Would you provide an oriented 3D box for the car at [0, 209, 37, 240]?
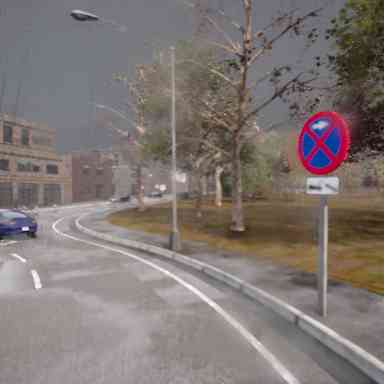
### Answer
[{"bbox_3d":[-9.925,1.635,17.399,4.674,1.442,1.812,-1,0,35],"label":"car"}]

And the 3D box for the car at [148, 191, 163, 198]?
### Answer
[{"bbox_3d":[-7.568,0.620,69.359,1.882,1.535,5.008,-1,1,15],"label":"car"}]

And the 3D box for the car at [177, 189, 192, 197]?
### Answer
[{"bbox_3d":[-2.109,0.398,76.987,1.994,1.385,4.181,-1,1,15],"label":"car"}]

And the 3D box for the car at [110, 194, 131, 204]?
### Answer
[{"bbox_3d":[-11.694,1.076,54.443,2.128,1.511,4.902,-1,1,16],"label":"car"}]

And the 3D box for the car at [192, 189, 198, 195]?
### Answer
[{"bbox_3d":[0.539,-0.068,86.629,2.128,1.511,4.902,-1,1,15],"label":"car"}]
